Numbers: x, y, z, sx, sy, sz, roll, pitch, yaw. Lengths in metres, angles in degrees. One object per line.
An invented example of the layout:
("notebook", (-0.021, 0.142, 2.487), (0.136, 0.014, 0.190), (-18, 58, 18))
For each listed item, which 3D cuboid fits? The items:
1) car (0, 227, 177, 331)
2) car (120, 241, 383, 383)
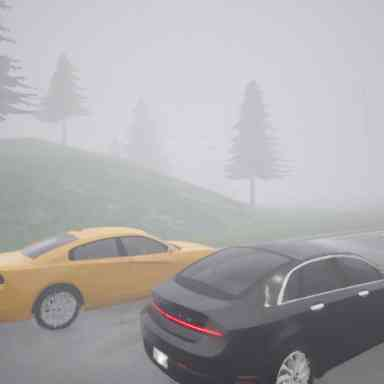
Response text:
("car", (-1.524, 1.476, 6.957), (5.008, 1.535, 1.882), (0, 0, -36))
("car", (1.638, 1.502, 4.914), (4.892, 1.490, 1.837), (0, 0, -36))
